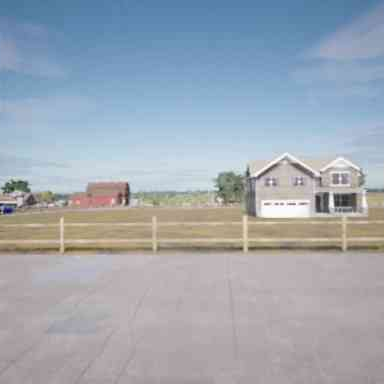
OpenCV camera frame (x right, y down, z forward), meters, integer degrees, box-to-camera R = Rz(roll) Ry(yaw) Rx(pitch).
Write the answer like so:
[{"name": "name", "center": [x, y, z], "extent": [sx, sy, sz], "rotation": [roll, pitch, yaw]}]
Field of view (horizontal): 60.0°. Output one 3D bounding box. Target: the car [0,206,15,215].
[{"name": "car", "center": [-32.727, 3.132, 57.490], "extent": [1.882, 1.535, 5.008], "rotation": [-1, -1, 4]}]
